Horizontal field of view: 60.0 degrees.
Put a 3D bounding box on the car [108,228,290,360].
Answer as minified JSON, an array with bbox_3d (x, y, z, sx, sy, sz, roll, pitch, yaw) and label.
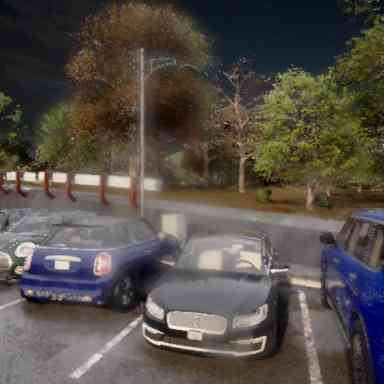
[{"bbox_3d":[0.689,1.494,6.351,2.231,1.521,4.892,0,-1,16],"label":"car"}]

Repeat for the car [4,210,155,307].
[{"bbox_3d":[-1.784,1.373,8.075,2.185,1.767,4.553,0,-1,15],"label":"car"}]

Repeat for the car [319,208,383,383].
[{"bbox_3d":[3.143,1.235,4.620,2.435,2.045,5.566,0,-1,16],"label":"car"}]

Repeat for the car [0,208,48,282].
[{"bbox_3d":[-4.221,1.381,9.891,2.185,1.767,4.553,0,-1,16],"label":"car"}]
